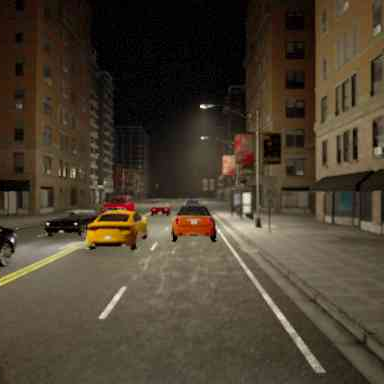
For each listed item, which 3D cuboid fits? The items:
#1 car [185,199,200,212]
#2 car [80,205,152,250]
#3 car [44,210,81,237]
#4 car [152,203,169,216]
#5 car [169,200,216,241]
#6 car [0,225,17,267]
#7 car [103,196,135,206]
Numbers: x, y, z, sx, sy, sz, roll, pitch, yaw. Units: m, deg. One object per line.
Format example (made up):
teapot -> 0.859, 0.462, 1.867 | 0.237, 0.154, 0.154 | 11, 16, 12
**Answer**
car -> 0.093, 1.732, 43.910 | 1.882, 1.535, 5.008 | 0, 0, 0
car -> -3.153, 1.562, 14.885 | 1.882, 1.535, 5.008 | 0, 0, 0
car -> -6.577, 1.709, 19.035 | 1.895, 1.301, 4.718 | 0, 0, 1
car -> -3.154, 1.802, 35.068 | 1.895, 1.301, 4.718 | 0, 0, 0
car -> 0.096, 1.451, 17.480 | 2.097, 1.767, 4.553 | 0, 0, 0
car -> -6.597, 1.541, 8.840 | 2.128, 1.511, 4.902 | 0, 0, 0
car -> -6.504, 1.391, 29.634 | 2.150, 2.045, 5.566 | 0, 0, 0
